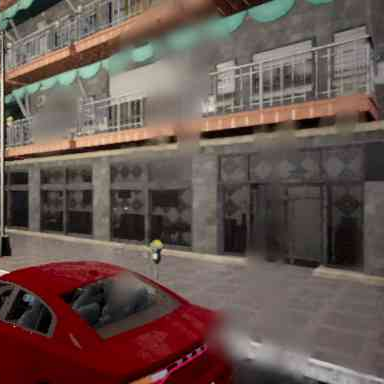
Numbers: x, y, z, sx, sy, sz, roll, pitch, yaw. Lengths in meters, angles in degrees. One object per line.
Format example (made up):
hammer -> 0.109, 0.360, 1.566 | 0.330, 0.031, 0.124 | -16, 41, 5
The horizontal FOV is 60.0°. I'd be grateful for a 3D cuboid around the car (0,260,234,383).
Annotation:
car -> -1.688, 1.542, 4.082 | 4.507, 1.381, 1.887 | 0, 0, 36
